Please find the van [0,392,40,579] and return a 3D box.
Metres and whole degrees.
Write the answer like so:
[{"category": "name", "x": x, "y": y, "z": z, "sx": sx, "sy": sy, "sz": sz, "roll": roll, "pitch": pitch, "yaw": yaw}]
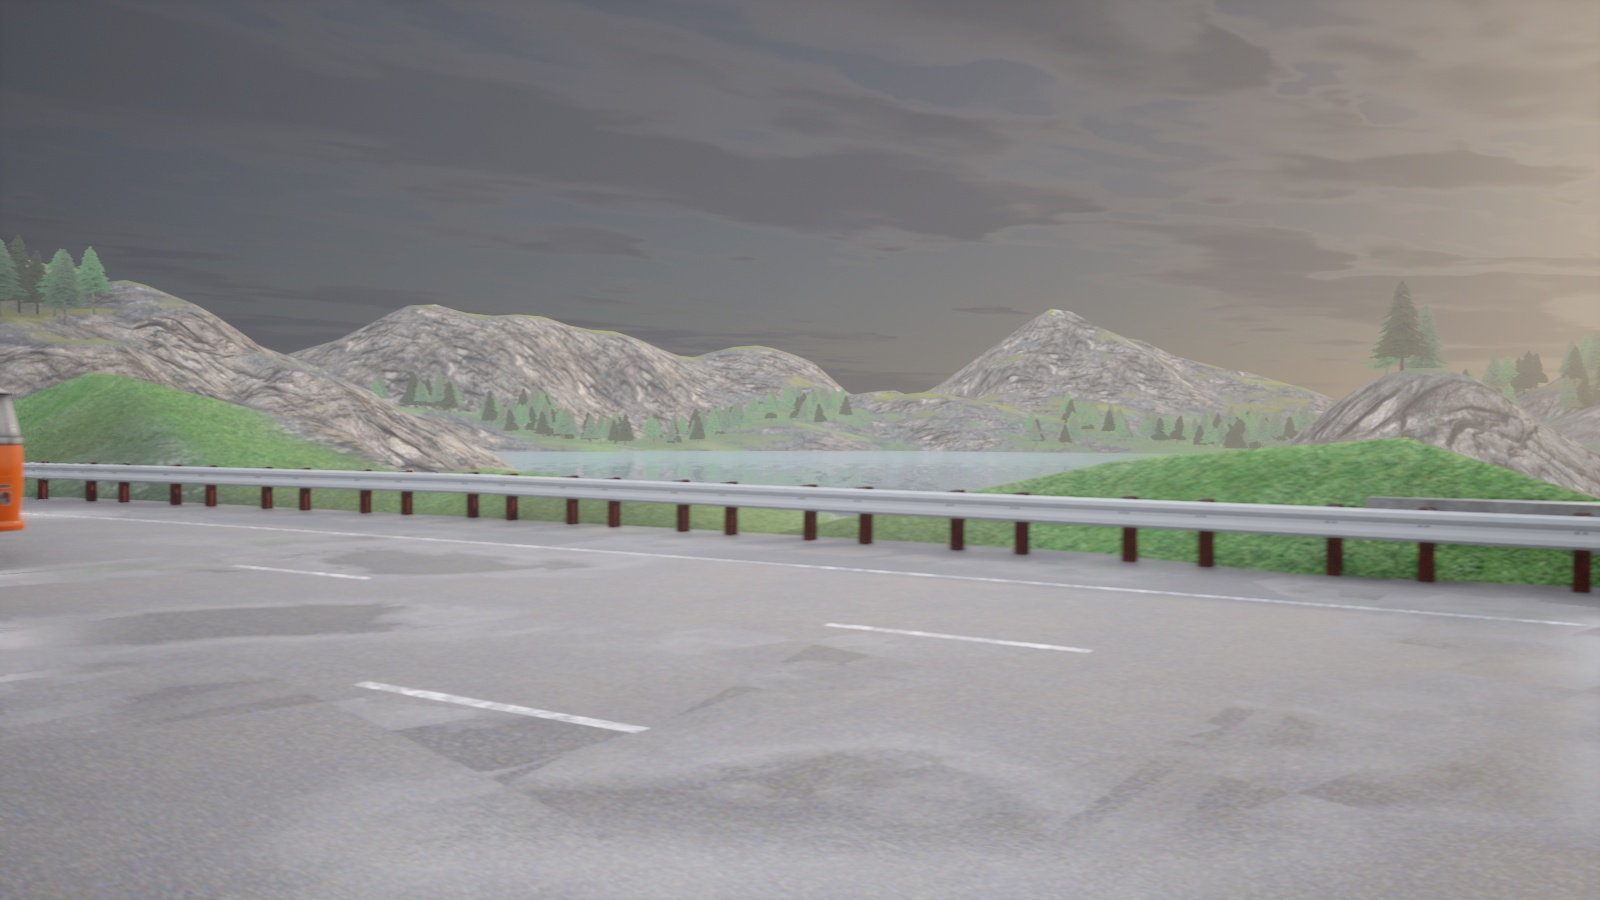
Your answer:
[{"category": "van", "x": -10.669, "y": 0.389, "z": 13.946, "sx": 4.442, "sy": 1.987, "sz": 1.775, "roll": 0, "pitch": 1, "yaw": 28}]
